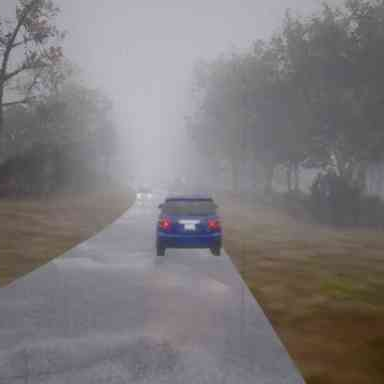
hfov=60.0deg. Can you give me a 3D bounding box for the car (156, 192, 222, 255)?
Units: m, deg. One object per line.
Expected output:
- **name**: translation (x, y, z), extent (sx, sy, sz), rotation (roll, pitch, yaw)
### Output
- **car**: translation (-0.149, 1.079, 12.786), extent (2.150, 2.045, 5.566), rotation (0, 1, -2)

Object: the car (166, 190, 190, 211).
- **car**: translation (-1.351, 0.720, 30.289), extent (1.882, 1.535, 5.008), rotation (1, 3, -6)

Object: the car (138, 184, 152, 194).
- **car**: translation (-7.165, -0.541, 50.486), extent (1.812, 1.442, 4.674), rotation (2, 3, -10)
